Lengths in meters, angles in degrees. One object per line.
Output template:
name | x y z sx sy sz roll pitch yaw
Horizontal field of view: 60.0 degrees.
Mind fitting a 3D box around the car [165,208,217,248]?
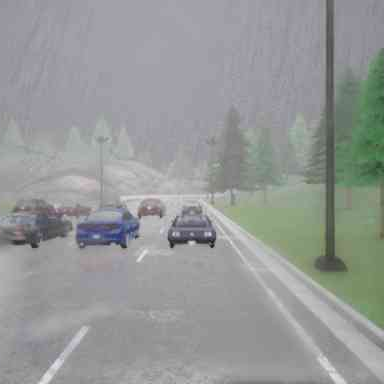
car | 0.000 1.613 14.680 1.895 1.301 4.718 0 0 0

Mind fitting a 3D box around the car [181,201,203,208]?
car | 0.000 1.530 29.650 1.812 1.442 4.674 0 0 0

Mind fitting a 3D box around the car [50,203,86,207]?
car | -10.500 1.614 29.680 1.895 1.301 4.718 0 0 0

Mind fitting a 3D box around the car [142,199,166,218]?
car | -3.500 1.363 29.620 2.097 1.767 4.553 0 0 0

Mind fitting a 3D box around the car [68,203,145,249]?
car | -3.500 1.482 14.650 1.882 1.535 5.008 0 0 0

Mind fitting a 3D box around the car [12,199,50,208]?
car | -14.000 1.363 29.620 2.097 1.767 4.553 0 0 0

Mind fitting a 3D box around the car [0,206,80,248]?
car | -7.000 1.560 14.650 2.033 1.411 5.357 0 0 0

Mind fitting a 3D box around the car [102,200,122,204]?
car | -7.000 1.492 29.650 2.128 1.511 4.902 0 0 0
